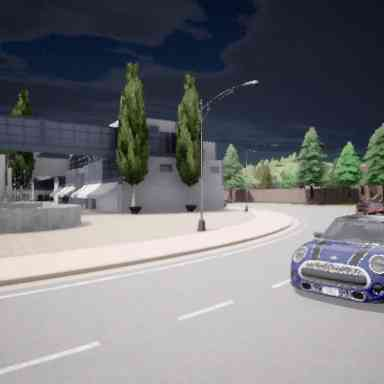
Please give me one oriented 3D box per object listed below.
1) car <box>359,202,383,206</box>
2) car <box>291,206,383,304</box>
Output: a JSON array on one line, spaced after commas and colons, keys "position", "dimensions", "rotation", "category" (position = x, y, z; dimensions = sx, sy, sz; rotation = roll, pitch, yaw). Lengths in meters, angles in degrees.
[{"position": [19.361, 1.741, 35.992], "dimensions": [1.994, 1.385, 4.181], "rotation": [0, 0, 3], "category": "car"}, {"position": [4.293, 1.395, 8.315], "dimensions": [2.097, 1.767, 4.553], "rotation": [-1, 0, 43], "category": "car"}]
